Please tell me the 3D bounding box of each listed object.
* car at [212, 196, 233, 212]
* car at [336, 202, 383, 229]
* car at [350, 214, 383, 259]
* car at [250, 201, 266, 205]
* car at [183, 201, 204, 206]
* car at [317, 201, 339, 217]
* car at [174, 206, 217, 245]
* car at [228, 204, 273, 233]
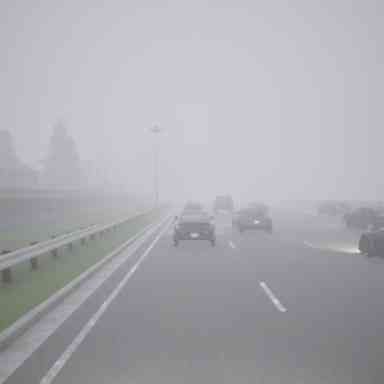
[{"bbox_3d":[3.620,1.431,39.349,2.150,2.045,5.566,0,0,0],"label":"car"},{"bbox_3d":[10.609,1.583,19.486,1.882,1.535,5.008,0,0,0],"label":"car"},{"bbox_3d":[7.105,1.621,10.529,1.994,1.385,4.181,0,0,0],"label":"car"},{"bbox_3d":[7.104,1.719,36.129,1.812,1.442,4.674,0,0,0],"label":"car"},{"bbox_3d":[0.118,1.689,34.437,1.837,1.490,4.892,0,0,0],"label":"car"},{"bbox_3d":[14.116,1.670,33.177,2.128,1.511,4.902,0,0,0],"label":"car"},{"bbox_3d":[0.108,1.611,15.984,1.812,1.442,4.674,0,0,0],"label":"car"},{"bbox_3d":[3.610,1.675,20.591,1.994,1.385,4.181,0,0,0],"label":"car"}]
